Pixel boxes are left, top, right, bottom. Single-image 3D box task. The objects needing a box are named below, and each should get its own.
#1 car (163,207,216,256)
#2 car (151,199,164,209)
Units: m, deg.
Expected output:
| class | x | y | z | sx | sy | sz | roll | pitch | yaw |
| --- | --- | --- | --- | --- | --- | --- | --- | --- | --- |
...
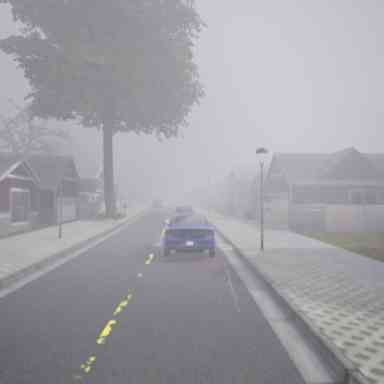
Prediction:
| class | x | y | z | sx | sy | sz | roll | pitch | yaw |
| --- | --- | --- | --- | --- | --- | --- | --- | --- | --- |
| car | -0.119 | 1.598 | 13.724 | 1.882 | 1.535 | 5.008 | 0 | 0 | -1 |
| car | -5.931 | 2.019 | 56.829 | 2.097 | 1.767 | 4.553 | 0 | -1 | -6 |
